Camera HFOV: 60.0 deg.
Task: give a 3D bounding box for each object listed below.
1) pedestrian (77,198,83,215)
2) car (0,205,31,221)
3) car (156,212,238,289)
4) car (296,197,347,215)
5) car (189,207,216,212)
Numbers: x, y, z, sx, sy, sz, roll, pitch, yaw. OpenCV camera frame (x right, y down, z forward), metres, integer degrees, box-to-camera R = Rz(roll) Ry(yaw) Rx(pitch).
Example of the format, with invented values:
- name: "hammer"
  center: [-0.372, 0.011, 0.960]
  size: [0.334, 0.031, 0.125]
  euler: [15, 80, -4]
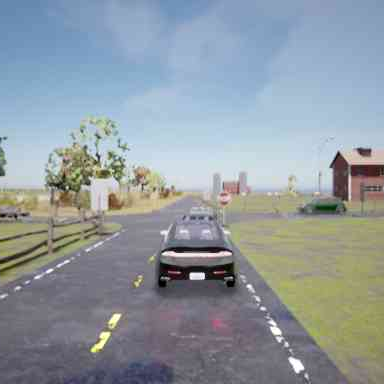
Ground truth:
- name: "pedestrian"
  center: [-12.165, 1.569, 36.051]
  size: [0.375, 1.860, 0.375]
  euler: [0, 1, 0]
- name: "car"
  center: [-17.629, 1.913, 30.126]
  size: [5.357, 1.411, 2.033]
  euler: [-1, 0, 0]
- name: "car"
  center: [0.099, 1.532, 9.284]
  size: [2.128, 1.511, 4.902]
  euler: [0, 0, 0]
- name: "car"
  center: [12.708, 1.279, 32.838]
  size: [4.553, 1.767, 2.097]
  euler: [-1, 0, 0]
- name: "car"
  center: [0.749, 1.699, 23.159]
  size: [1.895, 1.301, 4.718]
  euler: [0, 0, 10]
